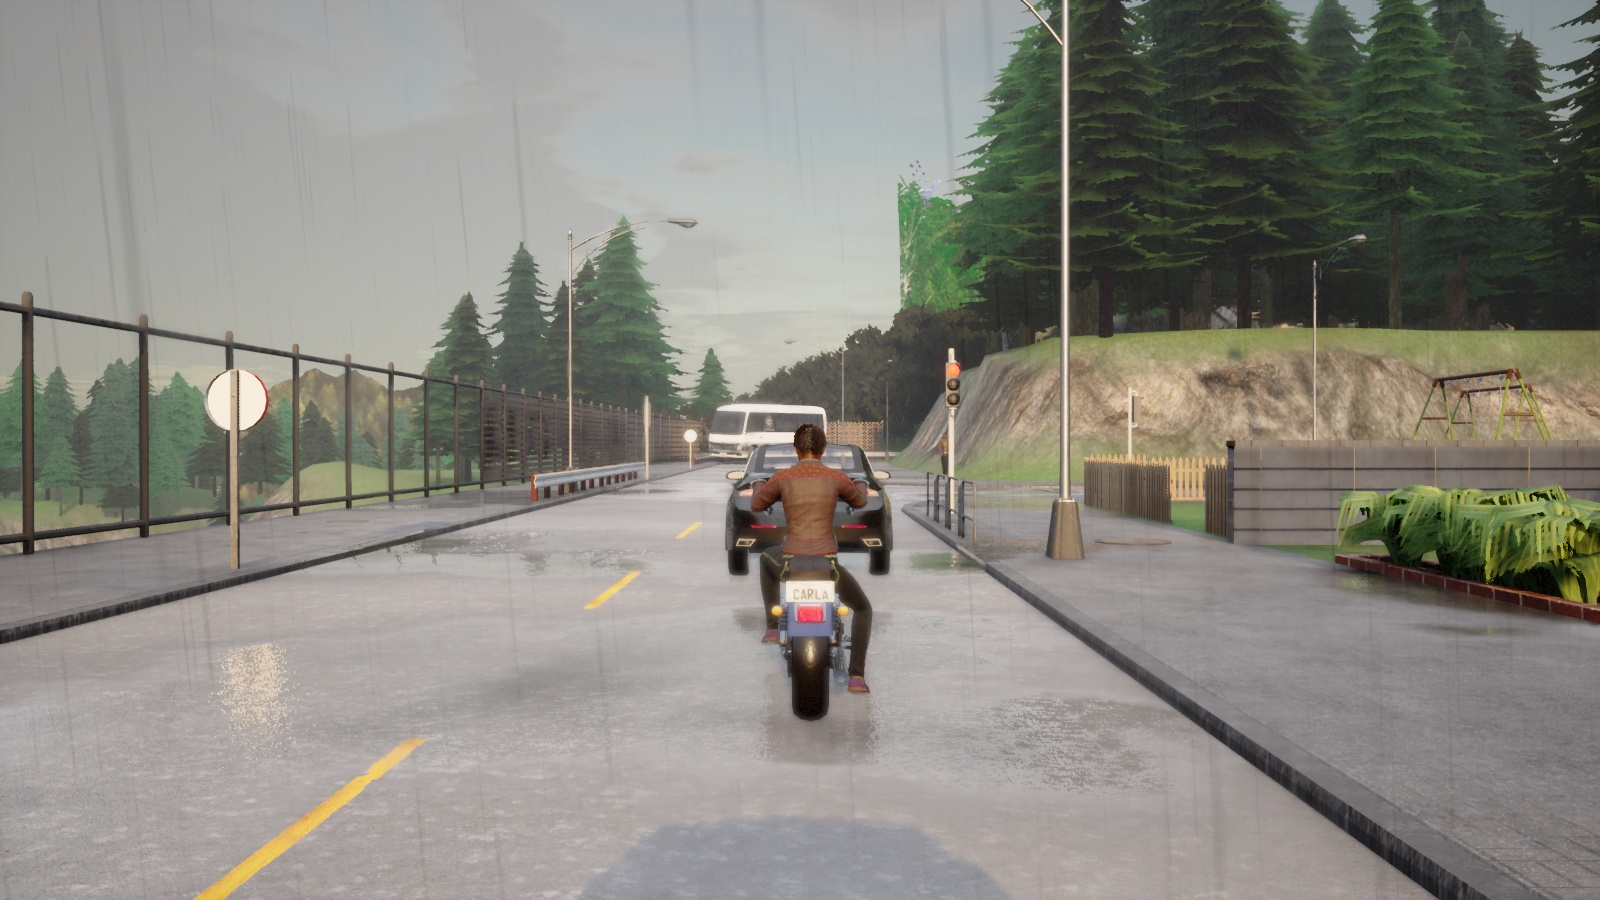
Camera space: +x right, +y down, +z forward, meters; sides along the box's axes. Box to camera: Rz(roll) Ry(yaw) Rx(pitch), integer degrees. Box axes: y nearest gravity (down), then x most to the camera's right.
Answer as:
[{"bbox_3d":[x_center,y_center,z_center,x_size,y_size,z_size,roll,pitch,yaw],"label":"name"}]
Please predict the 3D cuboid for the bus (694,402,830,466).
[{"bbox_3d":[-2.603,-1.159,90.321,3.944,4.253,10.273,3,2,38],"label":"bus"}]

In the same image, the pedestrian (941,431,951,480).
[{"bbox_3d":[5.436,0.196,46.874,0.328,1.805,0.869,0,0,4],"label":"pedestrian"}]

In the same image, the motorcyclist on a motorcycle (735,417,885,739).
[{"bbox_3d":[0.059,0.654,7.610,0.766,1.649,2.350,0,0,0],"label":"motorcyclist on a motorcycle"}]

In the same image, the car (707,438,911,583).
[{"bbox_3d":[0.106,0.615,15.564,2.128,1.511,4.902,0,0,0],"label":"car"}]
